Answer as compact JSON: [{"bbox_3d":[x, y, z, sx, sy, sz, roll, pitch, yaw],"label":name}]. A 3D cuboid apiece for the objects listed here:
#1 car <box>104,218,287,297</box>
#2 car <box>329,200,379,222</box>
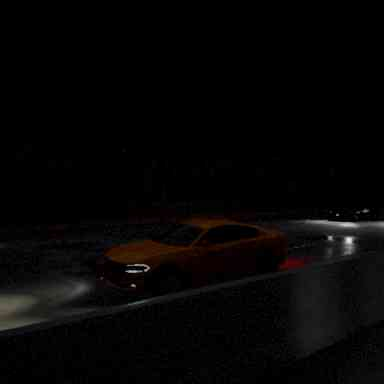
[{"bbox_3d":[0.289,1.459,8.493,5.008,1.535,1.882,0,0,-35],"label":"car"},{"bbox_3d":[12.666,1.437,25.892,4.892,1.490,1.837,0,0,-35],"label":"car"}]
